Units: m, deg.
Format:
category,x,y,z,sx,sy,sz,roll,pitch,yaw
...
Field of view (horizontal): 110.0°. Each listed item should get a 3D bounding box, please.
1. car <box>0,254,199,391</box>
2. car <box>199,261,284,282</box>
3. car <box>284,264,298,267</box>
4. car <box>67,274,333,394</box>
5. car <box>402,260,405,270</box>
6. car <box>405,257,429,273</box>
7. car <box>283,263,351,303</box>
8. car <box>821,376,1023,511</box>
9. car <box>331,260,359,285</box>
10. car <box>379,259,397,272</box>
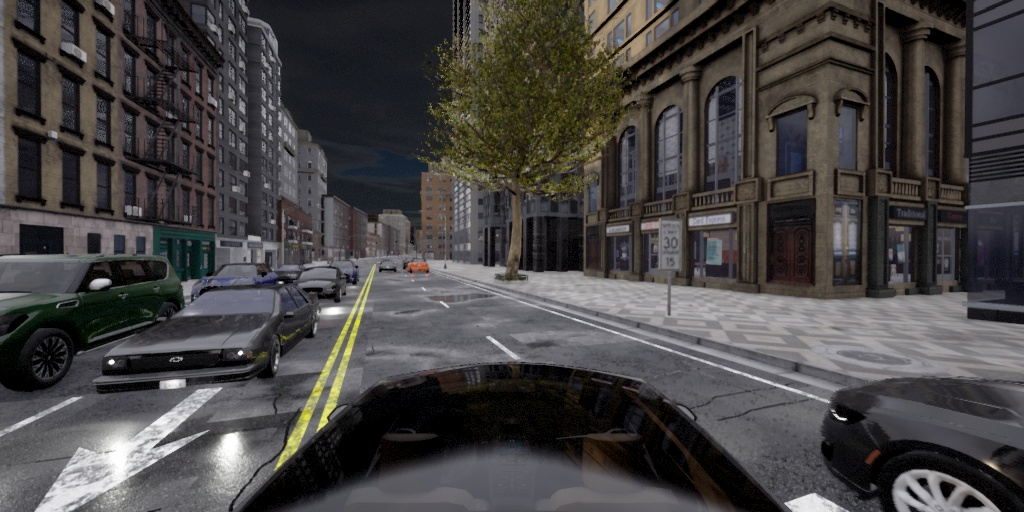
category,x,y,z,sx,sy,sz,roll,pitch,yaw
car,-8.572,0.969,6.706,2.150,2.045,5.566,0,0,-20
car,-11.952,1.089,15.808,2.097,1.767,4.553,0,0,-20
car,-15.257,1.265,24.732,2.033,1.411,5.357,0,0,-21
car,-5.273,1.295,7.253,2.033,1.411,5.357,0,0,-18
car,-14.441,0.978,50.936,2.097,1.767,4.553,0,0,-20
car,-10.899,1.022,41.482,2.097,1.767,4.553,0,0,-20
car,-8.695,1.243,16.374,1.837,1.490,4.892,0,0,-20
car,4.095,1.256,1.180,1.837,1.490,4.892,0,0,-20
car,-12.045,1.071,25.426,2.097,1.767,4.553,0,0,-20
car,-14.914,1.222,43.012,1.994,1.385,4.181,0,0,-20
